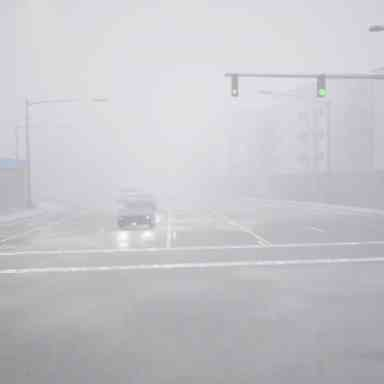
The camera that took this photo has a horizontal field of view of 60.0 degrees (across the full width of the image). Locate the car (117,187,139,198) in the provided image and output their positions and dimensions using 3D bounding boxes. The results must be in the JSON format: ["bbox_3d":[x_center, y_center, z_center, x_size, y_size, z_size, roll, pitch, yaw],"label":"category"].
[{"bbox_3d":[-7.370,0.417,39.702,2.150,2.045,5.566,-1,1,-26],"label":"car"}]

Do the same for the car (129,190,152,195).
[{"bbox_3d":[-4.221,0.883,29.515,2.128,1.511,4.902,-1,1,-11],"label":"car"}]

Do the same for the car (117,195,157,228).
[{"bbox_3d":[-3.090,1.160,19.371,2.033,1.411,5.357,-1,1,-4],"label":"car"}]
